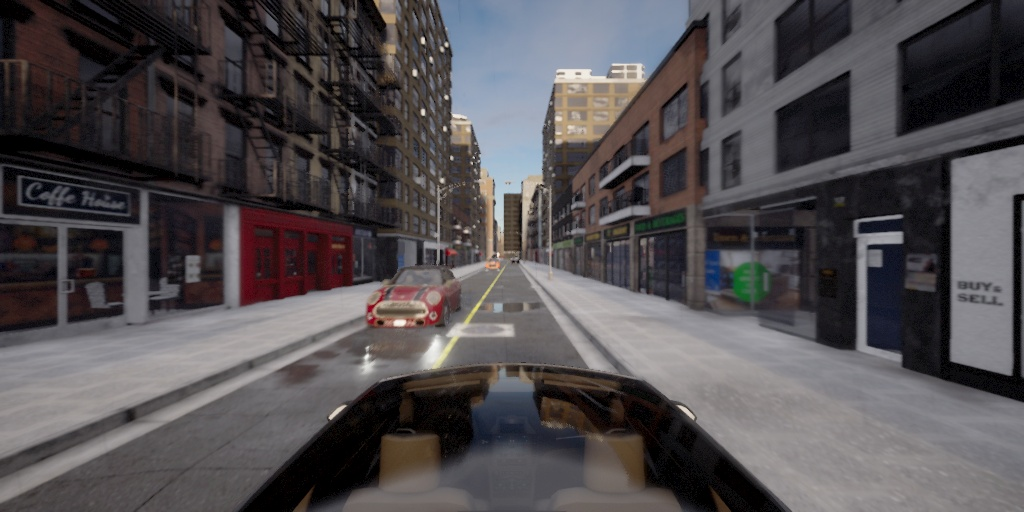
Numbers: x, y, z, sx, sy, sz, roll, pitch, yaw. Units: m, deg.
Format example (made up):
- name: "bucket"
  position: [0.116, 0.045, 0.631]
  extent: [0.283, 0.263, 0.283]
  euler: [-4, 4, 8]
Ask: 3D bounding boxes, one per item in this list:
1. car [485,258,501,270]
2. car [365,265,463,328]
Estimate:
- name: "car"
  position: [-2.802, 1.113, 53.838]
  extent: [2.097, 1.767, 4.553]
  euler: [0, 0, 0]
- name: "car"
  position: [-2.848, 1.108, 11.351]
  extent: [2.097, 1.767, 4.553]
  euler: [0, 0, 0]
